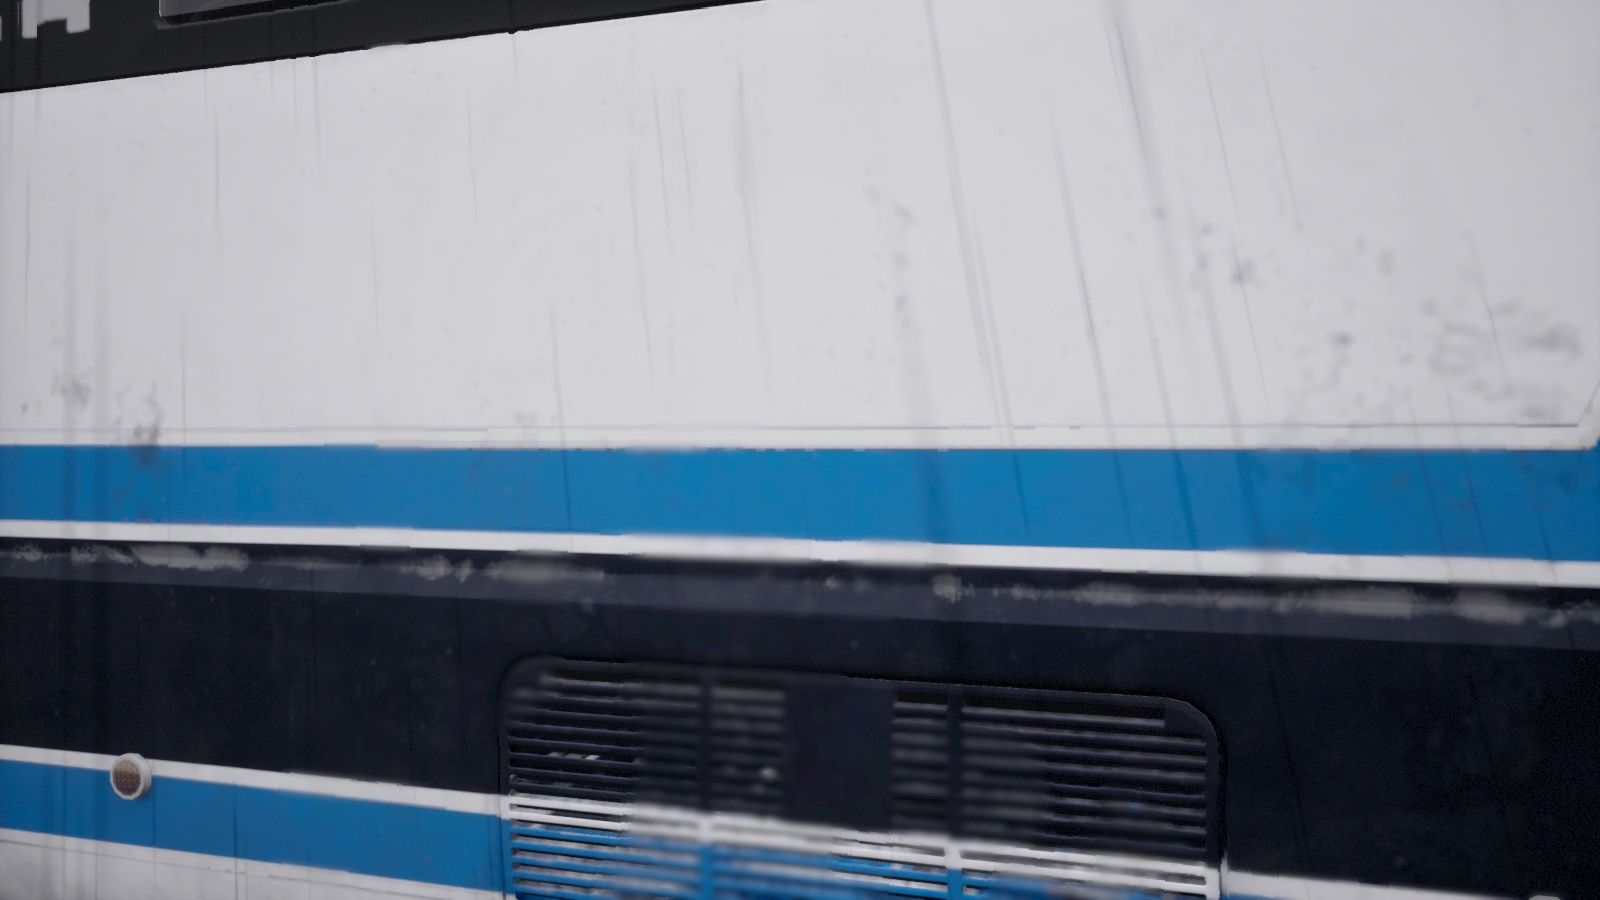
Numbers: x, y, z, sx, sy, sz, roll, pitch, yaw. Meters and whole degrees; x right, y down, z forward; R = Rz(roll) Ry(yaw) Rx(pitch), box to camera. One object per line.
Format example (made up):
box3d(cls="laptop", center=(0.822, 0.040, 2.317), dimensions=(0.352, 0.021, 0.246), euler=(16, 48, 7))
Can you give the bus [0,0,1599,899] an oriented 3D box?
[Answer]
box3d(cls="bus", center=(-0.127, -0.610, 3.748), dimensions=(10.273, 4.253, 3.944), euler=(1, 1, 19))
